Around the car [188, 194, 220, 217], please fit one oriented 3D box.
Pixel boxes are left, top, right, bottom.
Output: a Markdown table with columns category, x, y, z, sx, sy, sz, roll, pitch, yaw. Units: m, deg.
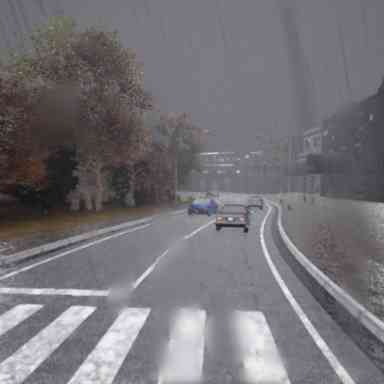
| category | x | y | z | sx | sy | sz | roll | pitch | yaw |
| --- | --- | --- | --- | --- | --- | --- | --- | --- | --- |
| car | 1.010 | 1.247 | 29.143 | 1.882 | 1.535 | 5.008 | 1 | 1 | 15 |

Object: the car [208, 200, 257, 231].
| category | x | y | z | sx | sy | sz | roll | pitch | yaw |
| --- | --- | --- | --- | --- | --- | --- | --- | --- | --- |
| car | 2.572 | 1.462 | 19.926 | 2.033 | 1.411 | 5.357 | 1 | 1 | 13 |

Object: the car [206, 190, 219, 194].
| category | x | y | z | sx | sy | sz | roll | pitch | yaw |
| --- | --- | --- | --- | --- | --- | --- | --- | --- | --- |
| car | 4.317 | 0.435 | 69.711 | 1.837 | 1.490 | 4.892 | -1 | 2 | -14 |

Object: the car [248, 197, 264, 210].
| category | x | y | z | sx | sy | sz | roll | pitch | yaw |
| --- | --- | --- | --- | --- | --- | --- | --- | --- | --- |
| car | 7.350 | 1.239 | 38.806 | 2.033 | 1.411 | 5.357 | 1 | 1 | 13 |
